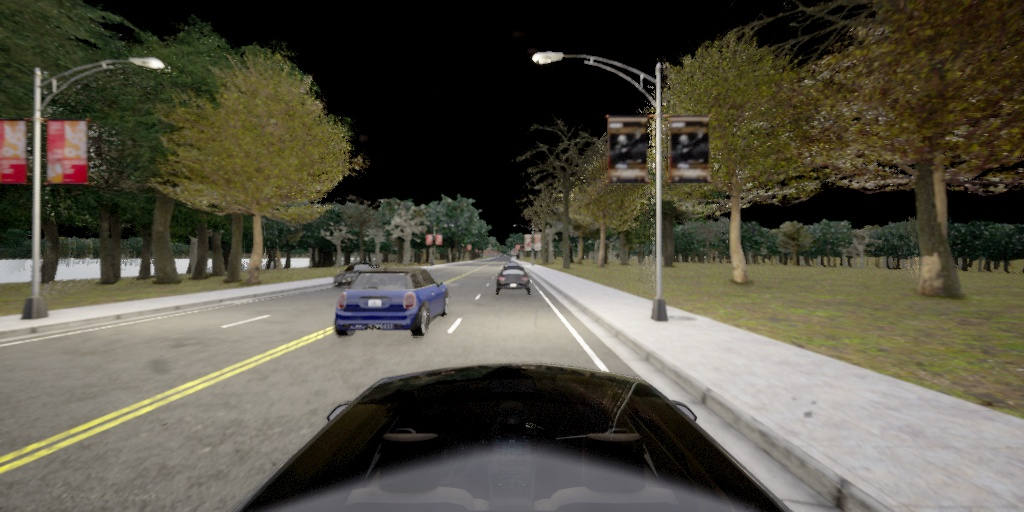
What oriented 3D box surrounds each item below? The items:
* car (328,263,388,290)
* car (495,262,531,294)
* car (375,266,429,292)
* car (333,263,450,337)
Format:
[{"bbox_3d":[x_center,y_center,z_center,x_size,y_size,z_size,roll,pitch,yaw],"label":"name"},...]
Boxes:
[{"bbox_3d":[-9.901,1.259,23.565,1.837,1.490,4.892,0,0,0],"label":"car"},{"bbox_3d":[0.059,1.278,19.988,1.812,1.442,4.674,0,0,0],"label":"car"},{"bbox_3d":[-6.649,1.354,22.189,1.895,1.301,4.718,0,0,0],"label":"car"},{"bbox_3d":[-3.164,1.102,10.387,2.097,1.767,4.553,0,0,0],"label":"car"}]
